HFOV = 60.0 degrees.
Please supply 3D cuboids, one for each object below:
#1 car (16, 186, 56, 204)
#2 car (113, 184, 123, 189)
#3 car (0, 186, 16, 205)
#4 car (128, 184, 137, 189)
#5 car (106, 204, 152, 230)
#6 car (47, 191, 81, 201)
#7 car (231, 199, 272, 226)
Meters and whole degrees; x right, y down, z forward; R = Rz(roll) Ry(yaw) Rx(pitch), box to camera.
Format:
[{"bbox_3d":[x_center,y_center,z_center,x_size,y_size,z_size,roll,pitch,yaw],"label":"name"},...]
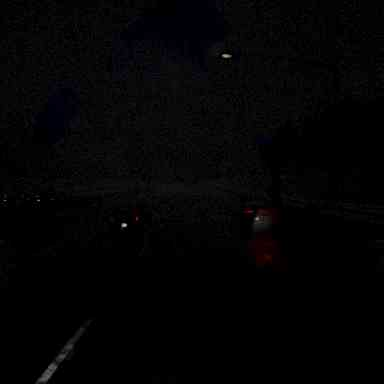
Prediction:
[{"bbox_3d":[-17.622,0.387,38.620,2.150,2.045,5.566,0,2,0],"label":"car"},{"bbox_3d":[-17.562,-1.135,79.068,1.882,1.535,5.008,0,2,0],"label":"car"},{"bbox_3d":[-21.121,0.387,38.622,2.150,2.045,5.566,0,2,0],"label":"car"},{"bbox_3d":[-14.062,-1.113,79.072,1.837,1.490,4.892,0,2,0],"label":"car"},{"bbox_3d":[-3.415,1.330,18.987,1.895,1.301,4.718,0,1,0],"label":"car"},{"bbox_3d":[-14.123,0.806,37.497,1.895,1.301,4.718,0,2,0],"label":"car"},{"bbox_3d":[3.584,1.199,20.592,1.837,1.490,4.892,0,1,0],"label":"car"}]
